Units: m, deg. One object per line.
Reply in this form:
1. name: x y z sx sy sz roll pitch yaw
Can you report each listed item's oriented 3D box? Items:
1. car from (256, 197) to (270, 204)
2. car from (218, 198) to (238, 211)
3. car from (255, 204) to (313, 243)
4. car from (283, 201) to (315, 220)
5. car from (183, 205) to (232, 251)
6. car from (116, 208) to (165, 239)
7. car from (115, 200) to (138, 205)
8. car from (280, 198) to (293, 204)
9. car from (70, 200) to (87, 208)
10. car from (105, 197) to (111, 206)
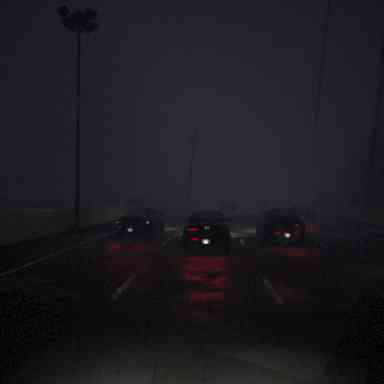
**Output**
1. car: 11.697 1.602 54.672 2.097 1.767 4.553 1 0 17
2. car: 4.841 1.758 43.075 1.895 1.301 4.718 0 0 13
3. car: 4.309 1.589 16.634 1.837 1.490 4.892 0 0 5
4. car: 9.360 1.763 29.006 1.895 1.301 4.718 0 0 10
5. car: 0.684 1.550 14.493 1.837 1.490 4.892 0 0 4
6. car: -2.620 1.547 17.564 1.812 1.442 4.674 0 0 5
7. car: -8.614 1.394 46.851 2.097 1.767 4.553 1 0 14
8. car: 16.742 1.785 58.859 1.882 1.535 5.008 0 0 19
9. car: -15.983 1.572 46.073 1.895 1.301 4.718 0 0 13
10. car: -11.957 1.504 47.919 2.128 1.511 4.902 0 0 14
